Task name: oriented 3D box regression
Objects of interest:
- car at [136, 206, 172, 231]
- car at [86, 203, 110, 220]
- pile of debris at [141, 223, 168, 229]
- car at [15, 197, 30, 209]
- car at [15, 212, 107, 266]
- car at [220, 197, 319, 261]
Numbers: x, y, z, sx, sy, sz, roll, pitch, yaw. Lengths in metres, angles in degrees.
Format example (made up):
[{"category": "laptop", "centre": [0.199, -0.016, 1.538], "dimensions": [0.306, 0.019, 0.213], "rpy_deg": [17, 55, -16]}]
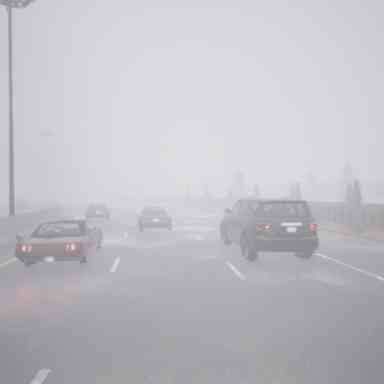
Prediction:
[{"category": "car", "centre": [-2.460, 1.571, 20.945], "dimensions": [1.994, 1.385, 4.181], "rpy_deg": [-1, 0, -12]}, {"category": "car", "centre": [-8.106, 1.612, 28.570], "dimensions": [1.994, 1.385, 4.181], "rpy_deg": [0, 0, -17]}, {"category": "pile of debris", "centre": [-2.433, 2.186, 21.252], "dimensions": [1.500, 0.140, 1.860], "rpy_deg": [0, 0, -13]}, {"category": "car", "centre": [-24.075, 1.536, 46.628], "dimensions": [2.097, 1.767, 4.553], "rpy_deg": [-1, 0, -31]}, {"category": "car", "centre": [-4.335, 1.622, 11.665], "dimensions": [1.895, 1.301, 4.718], "rpy_deg": [0, 0, -7]}, {"category": "car", "centre": [2.603, 1.204, 12.494], "dimensions": [2.150, 2.045, 5.566], "rpy_deg": [0, 0, -7]}]
